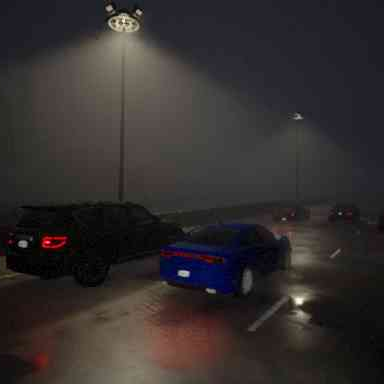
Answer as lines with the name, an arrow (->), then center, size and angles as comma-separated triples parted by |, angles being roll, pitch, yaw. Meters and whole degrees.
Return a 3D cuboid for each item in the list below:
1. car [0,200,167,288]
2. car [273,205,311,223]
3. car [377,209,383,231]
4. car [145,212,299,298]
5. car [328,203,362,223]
car -> -2.395, 1.280, 9.820 | 2.150, 2.045, 5.566 | 0, 0, 32
car -> 7.863, 1.653, 25.985 | 1.895, 1.301, 4.718 | 0, 0, 32
car -> 12.474, 1.537, 20.188 | 1.837, 1.490, 4.892 | 0, 0, 32
car -> 1.159, 1.526, 8.888 | 1.882, 1.535, 5.008 | 0, 0, 32
car -> 11.935, 1.578, 25.871 | 2.033, 1.411, 5.357 | 0, 0, 32
